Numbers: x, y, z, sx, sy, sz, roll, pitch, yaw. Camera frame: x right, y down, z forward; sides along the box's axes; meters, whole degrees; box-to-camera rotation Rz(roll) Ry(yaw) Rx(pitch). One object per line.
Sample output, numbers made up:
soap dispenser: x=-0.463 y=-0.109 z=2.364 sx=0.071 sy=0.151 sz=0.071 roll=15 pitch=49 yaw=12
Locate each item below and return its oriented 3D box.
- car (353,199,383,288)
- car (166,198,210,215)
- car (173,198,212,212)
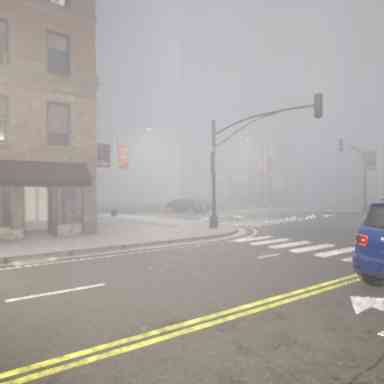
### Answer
car: x=6.000 y=1.147 z=7.896 sx=5.566 sy=2.045 sz=2.150 roll=0 pitch=0 yaw=-38
car: x=-0.499 y=1.348 z=32.044 sx=1.837 sy=1.490 sz=4.892 roll=-1 pitch=0 yaw=-45
car: x=0.015 y=1.387 z=36.437 sx=1.994 sy=1.385 sz=4.181 roll=0 pitch=0 yaw=-44
